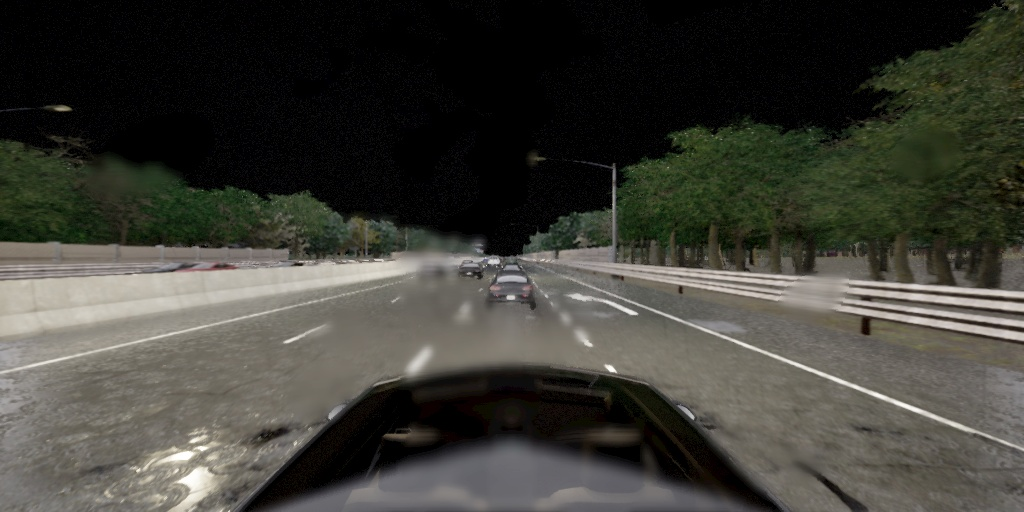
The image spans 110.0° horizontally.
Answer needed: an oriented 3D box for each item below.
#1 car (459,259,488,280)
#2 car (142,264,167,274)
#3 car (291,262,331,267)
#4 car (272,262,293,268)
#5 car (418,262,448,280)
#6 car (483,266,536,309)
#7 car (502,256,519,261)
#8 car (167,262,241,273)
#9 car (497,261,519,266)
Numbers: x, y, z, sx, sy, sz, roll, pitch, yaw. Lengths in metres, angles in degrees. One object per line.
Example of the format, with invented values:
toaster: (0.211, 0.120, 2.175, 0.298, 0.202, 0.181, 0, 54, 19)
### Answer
car: (-3.517, 1.275, 32.159, 1.882, 1.535, 5.008, 0, 0, 0)
car: (-28.096, 1.270, 30.156, 1.882, 1.535, 5.008, 0, 0, 0)
car: (-17.603, 1.396, 32.759, 1.895, 1.301, 4.718, 0, 0, 0)
car: (-21.097, 1.303, 33.884, 1.837, 1.490, 4.892, 0, 0, 0)
car: (-7.017, 1.288, 32.147, 2.128, 1.511, 4.902, 0, 0, 0)
car: (-0.008, 1.297, 14.903, 1.812, 1.442, 4.674, 0, 0, 0)
car: (-0.032, 1.018, 58.043, 2.150, 2.045, 5.566, 0, 0, 0)
car: (-24.605, 1.269, 29.229, 1.882, 1.535, 5.008, 0, 0, 0)
car: (-0.018, 1.361, 32.138, 1.994, 1.385, 4.181, 0, 0, 0)
